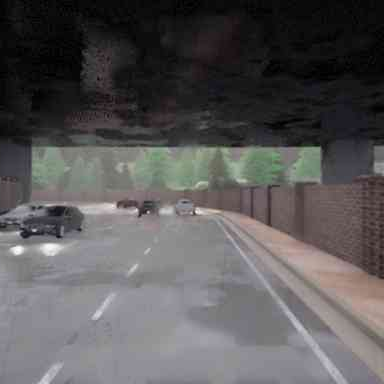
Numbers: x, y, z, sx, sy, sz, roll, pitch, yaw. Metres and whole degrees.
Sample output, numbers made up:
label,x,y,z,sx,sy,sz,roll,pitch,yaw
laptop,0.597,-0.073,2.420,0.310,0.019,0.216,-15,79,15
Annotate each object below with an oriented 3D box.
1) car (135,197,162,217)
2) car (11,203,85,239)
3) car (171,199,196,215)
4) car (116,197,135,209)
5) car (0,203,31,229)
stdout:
label,x,y,z,sx,sy,sz,roll,pitch,yaw
car,-3.880,1.444,30.334,1.837,1.490,4.892,0,0,-6
car,-7.025,1.461,17.238,1.837,1.490,4.892,0,0,0
car,-0.823,1.466,33.315,1.812,1.442,4.674,0,0,-10
car,-8.710,1.430,44.537,1.812,1.442,4.674,0,0,-30
car,-10.356,1.475,21.296,1.812,1.442,4.674,0,0,0
